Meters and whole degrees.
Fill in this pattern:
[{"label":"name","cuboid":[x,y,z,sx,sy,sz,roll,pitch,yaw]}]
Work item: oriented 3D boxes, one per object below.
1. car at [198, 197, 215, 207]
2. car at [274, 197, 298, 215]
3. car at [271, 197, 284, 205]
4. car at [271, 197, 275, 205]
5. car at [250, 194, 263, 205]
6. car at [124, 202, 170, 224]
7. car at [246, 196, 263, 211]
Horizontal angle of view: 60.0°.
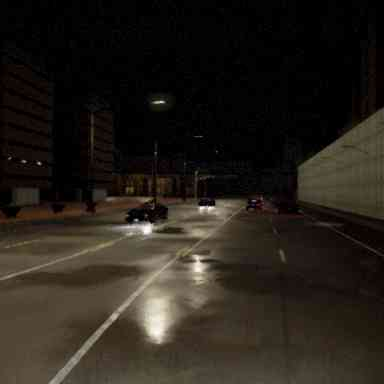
[{"label":"car","cuboid":[2.220,1.483,49.491,1.994,1.385,4.181,0,0,12]},{"label":"car","cuboid":[9.983,1.477,34.837,1.882,1.535,5.008,0,0,12]},{"label":"car","cuboid":[14.771,1.551,57.814,1.994,1.385,4.181,0,0,12]},{"label":"car","cuboid":[12.710,1.470,47.647,1.882,1.535,5.008,0,0,12]},{"label":"car","cuboid":[11.257,1.314,58.108,2.097,1.767,4.553,0,0,12]},{"label":"car","cuboid":[-3.136,1.478,24.601,2.033,1.411,5.357,0,0,12]},{"label":"car","cuboid":[7.543,1.519,40.541,2.033,1.411,5.357,0,0,13]}]
